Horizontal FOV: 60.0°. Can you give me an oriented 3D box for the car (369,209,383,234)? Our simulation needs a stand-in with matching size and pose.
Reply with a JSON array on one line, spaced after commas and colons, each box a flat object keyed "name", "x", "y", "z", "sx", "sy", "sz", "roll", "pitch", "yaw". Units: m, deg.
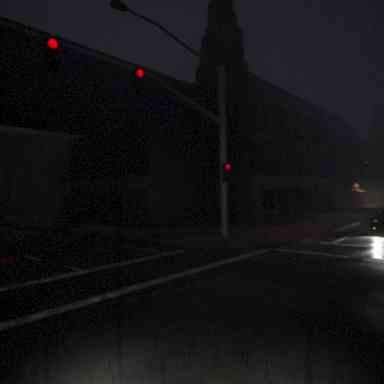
[{"name": "car", "x": 10.397, "y": 1.353, "z": 16.705, "sx": 1.994, "sy": 1.385, "sz": 4.181, "roll": -1, "pitch": 0, "yaw": 41}]

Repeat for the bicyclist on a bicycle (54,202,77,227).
[{"name": "bicyclist on a bicycle", "x": -8.529, "y": 1.498, "z": 22.502, "sx": 0.582, "sy": 1.620, "sz": 1.656, "roll": -1, "pitch": 0, "yaw": 41}]
